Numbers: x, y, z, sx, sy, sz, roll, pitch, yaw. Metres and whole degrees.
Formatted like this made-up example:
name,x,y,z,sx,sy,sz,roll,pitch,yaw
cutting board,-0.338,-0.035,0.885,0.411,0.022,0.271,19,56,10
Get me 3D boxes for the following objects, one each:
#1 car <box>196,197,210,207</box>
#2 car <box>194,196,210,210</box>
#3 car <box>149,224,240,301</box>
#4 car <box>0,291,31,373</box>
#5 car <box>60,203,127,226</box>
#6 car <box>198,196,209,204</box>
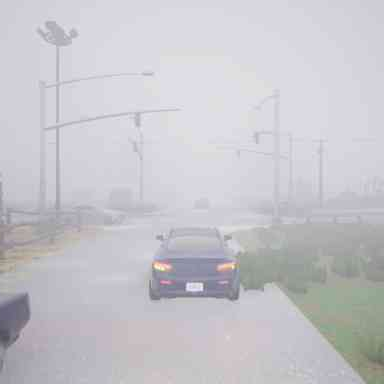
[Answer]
name,x,y,z,sx,sy,sz,roll,pitch,yaw
car,1.750,1.512,53.040,2.033,1.411,5.357,0,0,2
car,1.272,1.512,42.890,2.033,1.411,5.357,0,0,3
car,0.049,1.526,8.230,1.812,1.442,4.674,0,0,0
car,-3.173,1.600,2.393,1.895,1.301,4.718,0,0,0
car,-6.783,1.525,22.925,4.674,1.442,1.812,0,0,14
car,2.286,1.512,63.614,2.033,1.411,5.357,0,0,3
